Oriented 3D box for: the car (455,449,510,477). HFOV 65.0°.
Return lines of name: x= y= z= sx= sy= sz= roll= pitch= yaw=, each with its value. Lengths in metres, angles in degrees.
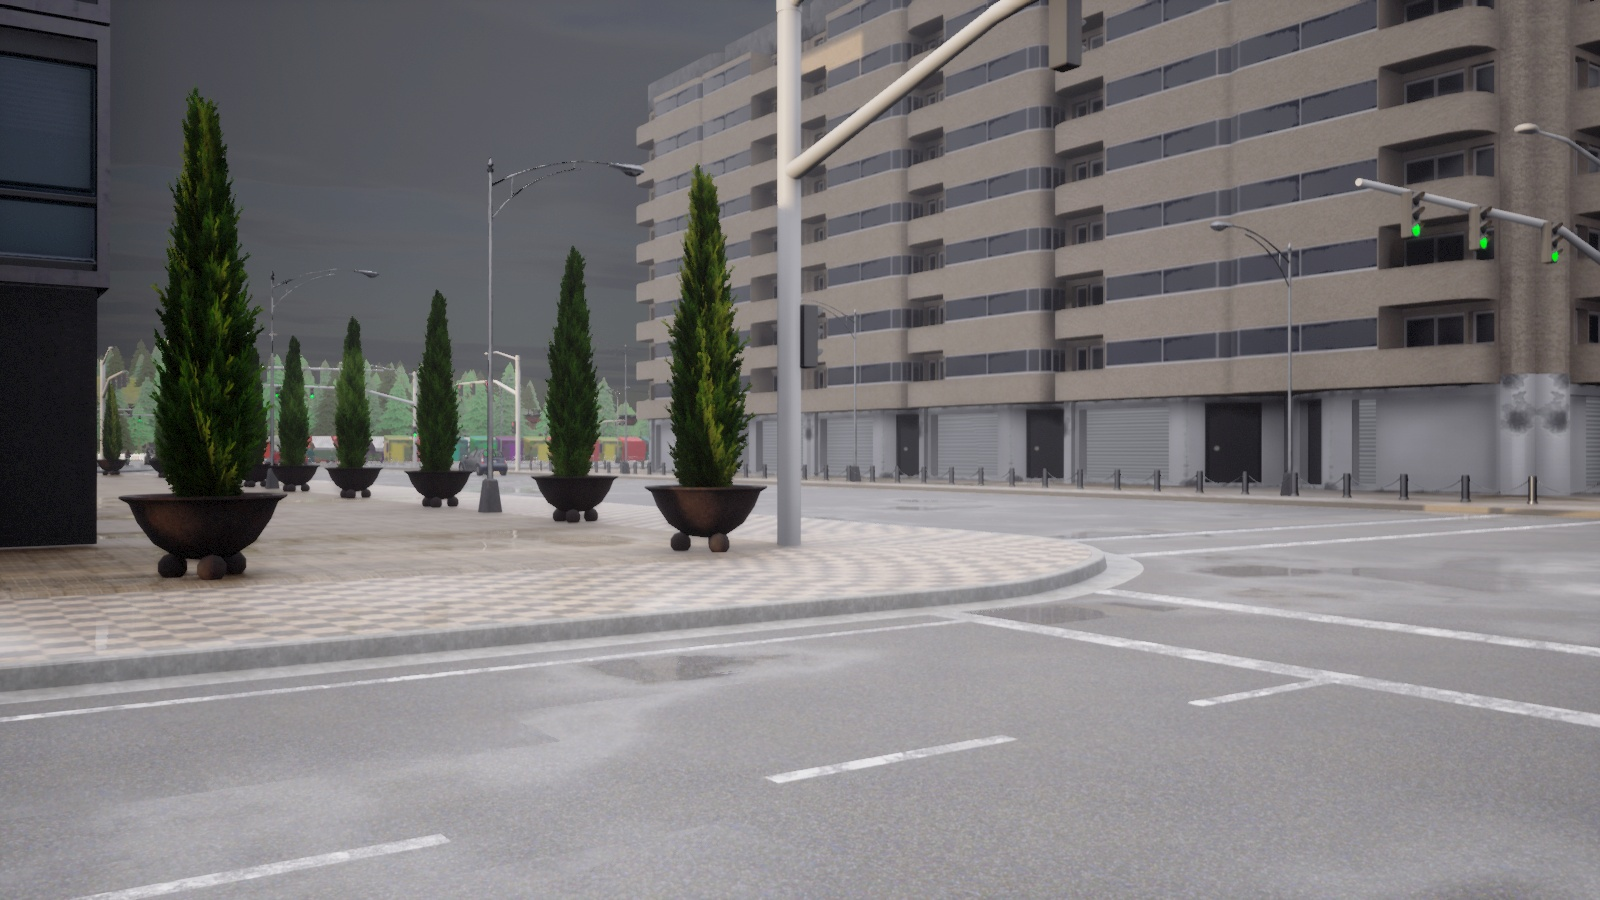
car: x=-19.067 y=0.772 z=75.379 sx=1.851 sy=1.617 sz=3.988 roll=0 pitch=0 yaw=-35
